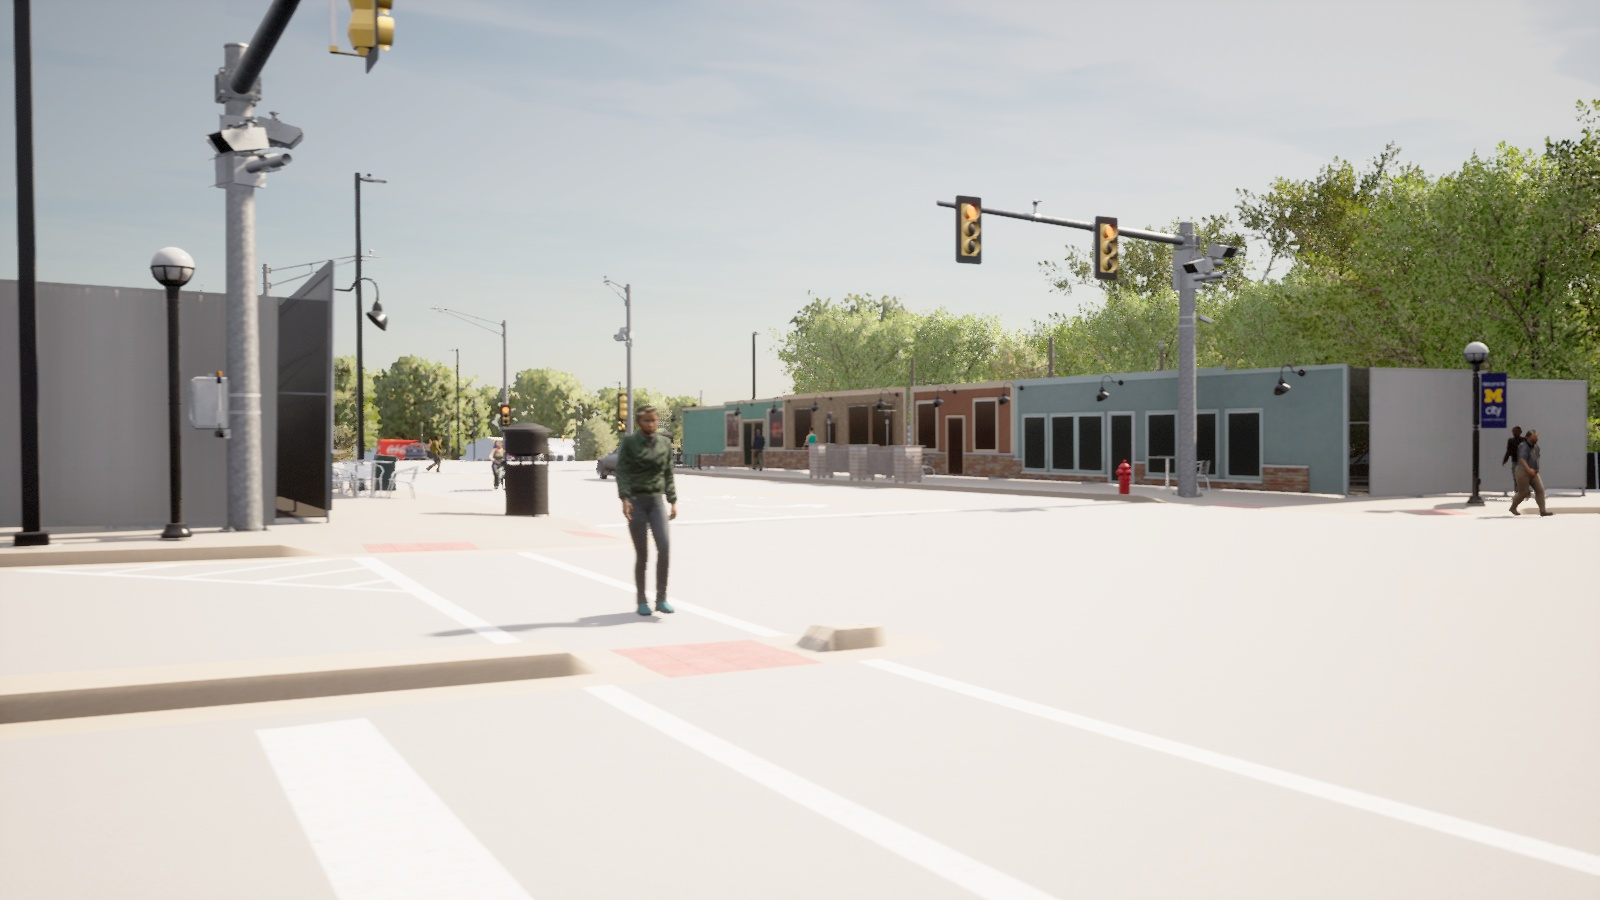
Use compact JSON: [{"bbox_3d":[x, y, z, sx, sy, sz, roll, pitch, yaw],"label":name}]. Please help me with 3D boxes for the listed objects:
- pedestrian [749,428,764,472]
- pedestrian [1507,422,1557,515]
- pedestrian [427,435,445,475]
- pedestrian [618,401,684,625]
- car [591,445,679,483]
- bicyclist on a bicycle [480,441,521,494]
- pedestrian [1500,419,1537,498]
[{"bbox_3d":[-1.842,-0.016,53.559,0.402,1.842,0.726,-1,1,-21],"label":"pedestrian"},{"bbox_3d":[14.766,0.361,25.340,0.540,1.848,0.694,-1,1,-14],"label":"pedestrian"},{"bbox_3d":[-17.019,0.233,58.674,0.709,1.840,0.431,-1,1,-26],"label":"pedestrian"},{"bbox_3d":[-1.272,0.511,10.675,0.353,1.847,0.614,-1,1,-26],"label":"pedestrian"},{"bbox_3d":[-6.477,0.507,48.975,1.994,1.385,4.181,-1,1,-29],"label":"car"},{"bbox_3d":[-9.531,0.537,39.930,0.866,1.612,1.509,-1,1,-29],"label":"bicyclist on a bicycle"},{"bbox_3d":[16.942,0.189,29.616,0.703,1.840,0.431,-1,1,-24],"label":"pedestrian"}]
